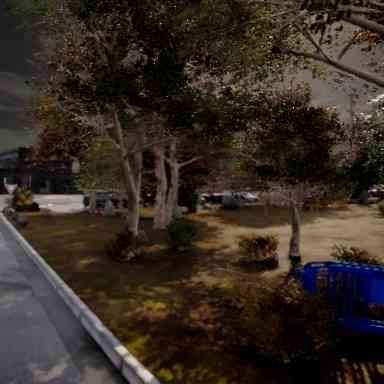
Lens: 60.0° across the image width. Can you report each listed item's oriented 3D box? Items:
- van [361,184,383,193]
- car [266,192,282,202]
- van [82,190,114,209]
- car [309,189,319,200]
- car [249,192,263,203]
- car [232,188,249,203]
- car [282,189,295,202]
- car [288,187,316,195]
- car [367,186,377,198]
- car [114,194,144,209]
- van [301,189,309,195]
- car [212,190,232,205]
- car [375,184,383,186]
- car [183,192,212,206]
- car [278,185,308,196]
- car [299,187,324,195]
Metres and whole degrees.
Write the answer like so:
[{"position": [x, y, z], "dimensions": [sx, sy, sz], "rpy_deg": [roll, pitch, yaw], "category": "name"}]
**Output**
[{"position": [44.328, -0.891, 81.999], "dimensions": [1.878, 1.987, 4.442], "rpy_deg": [-1, 3, -32], "category": "van"}, {"position": [9.218, 0.609, 44.969], "dimensions": [2.097, 1.535, 5.008], "rpy_deg": [-1, 2, -32], "category": "car"}, {"position": [-9.701, 0.758, 33.349], "dimensions": [1.878, 1.987, 4.442], "rpy_deg": [-1, 2, -32], "category": "van"}, {"position": [18.636, 0.455, 50.845], "dimensions": [2.163, 1.488, 4.792], "rpy_deg": [-1, 2, -32], "category": "car"}, {"position": [6.861, 0.696, 43.505], "dimensions": [2.002, 1.452, 4.674], "rpy_deg": [-1, 2, -32], "category": "car"}, {"position": [4.522, 0.578, 42.006], "dimensions": [2.185, 1.767, 4.553], "rpy_deg": [-1, 2, -32], "category": "car"}, {"position": [11.578, 0.604, 46.434], "dimensions": [2.002, 1.452, 4.674], "rpy_deg": [-1, 2, -32], "category": "car"}, {"position": [22.727, -0.209, 68.955], "dimensions": [1.946, 1.575, 5.366], "rpy_deg": [-1, 2, -32], "category": "car"}, {"position": [28.086, 0.245, 56.669], "dimensions": [2.231, 1.521, 4.892], "rpy_deg": [-1, 2, -32], "category": "car"}, {"position": [-7.268, 0.970, 34.696], "dimensions": [2.163, 1.488, 4.792], "rpy_deg": [-1, 2, -32], "category": "car"}, {"position": [13.999, 0.296, 47.786], "dimensions": [1.878, 1.987, 4.442], "rpy_deg": [-1, 2, -32], "category": "van"}, {"position": [2.150, 0.750, 40.569], "dimensions": [2.097, 1.535, 5.008], "rpy_deg": [-1, 2, -32], "category": "car"}, {"position": [35.143, -0.146, 61.082], "dimensions": [2.435, 2.045, 5.566], "rpy_deg": [-1, 2, -32], "category": "car"}, {"position": [-0.214, 0.798, 39.116], "dimensions": [2.231, 1.521, 4.892], "rpy_deg": [-1, 2, -32], "category": "car"}, {"position": [20.429, -0.406, 67.334], "dimensions": [2.435, 2.045, 5.566], "rpy_deg": [-1, 2, -32], "category": "car"}, {"position": [25.208, -0.206, 70.275], "dimensions": [2.002, 1.452, 4.674], "rpy_deg": [-1, 2, -32], "category": "car"}]
